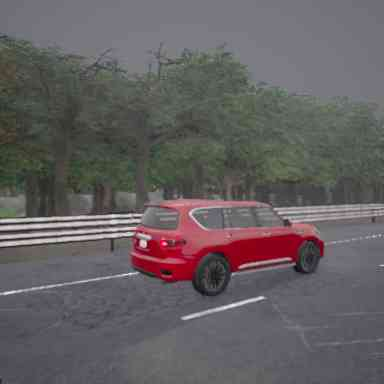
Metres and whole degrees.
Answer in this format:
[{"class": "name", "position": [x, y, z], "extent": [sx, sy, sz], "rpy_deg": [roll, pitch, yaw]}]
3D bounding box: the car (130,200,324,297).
[{"class": "car", "position": [1.127, 1.225, 8.830], "extent": [5.566, 2.045, 2.150], "rpy_deg": [0, 0, -35]}]

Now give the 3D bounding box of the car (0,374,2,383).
[{"class": "car", "position": [-3.542, 1.476, 1.223], "extent": [5.008, 1.535, 1.882], "rpy_deg": [0, 0, -35]}]
